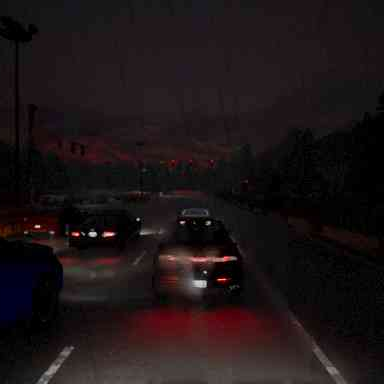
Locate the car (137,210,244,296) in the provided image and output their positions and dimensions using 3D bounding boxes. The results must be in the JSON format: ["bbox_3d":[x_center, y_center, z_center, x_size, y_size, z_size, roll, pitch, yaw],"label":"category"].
[{"bbox_3d":[0.127,1.438,8.462,2.128,1.511,4.902,0,0,0],"label":"car"}]

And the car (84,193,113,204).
[{"bbox_3d":[-13.834,1.126,49.614,2.128,1.511,4.902,0,0,0],"label":"car"}]

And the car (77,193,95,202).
[{"bbox_3d":[-20.663,0.996,64.892,1.882,1.535,5.008,0,1,1],"label":"car"}]

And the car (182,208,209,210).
[{"bbox_3d":[0.174,1.476,17.792,1.895,1.301,4.718,0,0,0],"label":"car"}]

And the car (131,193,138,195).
[{"bbox_3d":[-13.565,0.931,79.574,1.812,1.442,4.674,0,0,0],"label":"car"}]

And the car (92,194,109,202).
[{"bbox_3d":[-17.204,1.098,62.802,1.994,1.385,4.181,0,0,1],"label":"car"}]

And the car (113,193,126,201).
[{"bbox_3d":[-13.684,1.046,64.588,1.812,1.442,4.674,0,0,1],"label":"car"}]

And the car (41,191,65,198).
[{"bbox_3d":[-20.830,0.850,50.324,2.150,2.045,5.566,0,0,0],"label":"car"}]

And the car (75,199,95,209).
[{"bbox_3d":[-6.843,1.358,17.192,1.882,1.535,5.008,0,0,0],"label":"car"}]

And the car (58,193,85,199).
[{"bbox_3d":[-17.342,1.243,48.546,1.895,1.301,4.718,0,0,0],"label":"car"}]

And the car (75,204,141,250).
[{"bbox_3d":[-3.348,1.453,13.779,2.033,1.411,5.357,0,0,0],"label":"car"}]

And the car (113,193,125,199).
[{"bbox_3d":[-17.074,0.971,78.074,1.994,1.385,4.181,0,0,0],"label":"car"}]

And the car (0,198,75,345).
[{"bbox_3d":[-3.387,1.204,3.606,2.150,2.045,5.566,0,0,0],"label":"car"}]

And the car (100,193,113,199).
[{"bbox_3d":[-20.562,0.998,80.130,1.895,1.301,4.718,0,0,0],"label":"car"}]

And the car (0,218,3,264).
[{"bbox_3d":[-6.881,1.512,8.207,1.994,1.385,4.181,0,0,1],"label":"car"}]
